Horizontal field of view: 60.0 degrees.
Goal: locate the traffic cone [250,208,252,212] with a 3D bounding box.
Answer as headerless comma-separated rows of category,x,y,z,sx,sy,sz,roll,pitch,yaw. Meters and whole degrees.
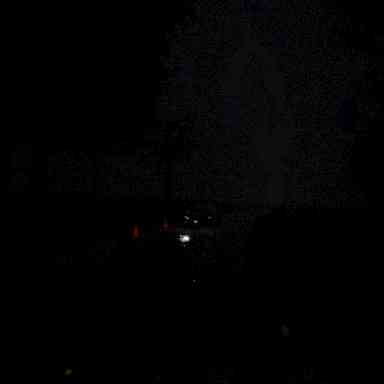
traffic cone,8.084,2.386,45.673,0.340,0.580,0.340,0,-2,31

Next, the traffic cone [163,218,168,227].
traffic cone,-1.761,2.007,21.909,0.340,0.580,0.340,0,0,14

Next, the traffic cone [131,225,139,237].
traffic cone,-2.852,1.965,16.863,0.340,0.580,0.340,0,0,11

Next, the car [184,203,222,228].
car,0.858,1.577,22.819,1.837,1.490,4.892,0,0,15

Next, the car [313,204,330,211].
car,25.051,2.935,64.161,1.994,1.385,4.181,-1,-3,43
